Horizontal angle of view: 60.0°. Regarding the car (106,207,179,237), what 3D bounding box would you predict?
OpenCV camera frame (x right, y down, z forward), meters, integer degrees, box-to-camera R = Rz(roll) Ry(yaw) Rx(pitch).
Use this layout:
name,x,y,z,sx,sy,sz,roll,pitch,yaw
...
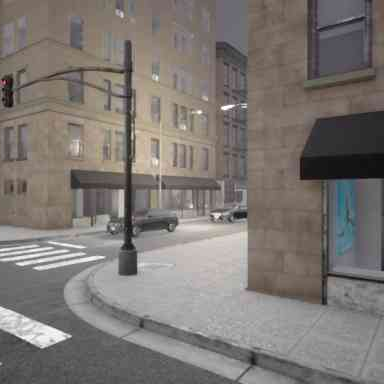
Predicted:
name,x,y,z,sx,sy,sz,roll,pitch,yaw
car,-2.626,1.619,18.841,1.812,1.442,4.674,0,0,37

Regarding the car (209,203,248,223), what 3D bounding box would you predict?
name,x,y,z,sx,sy,sz,roll,pitch,yaw
car,3.268,1.646,27.138,2.128,1.511,4.902,0,0,35
